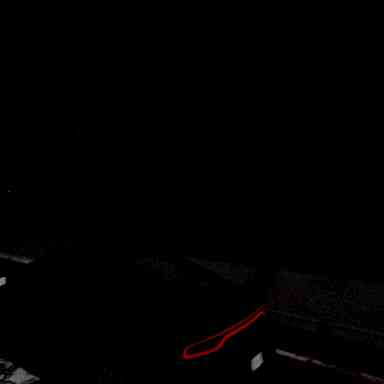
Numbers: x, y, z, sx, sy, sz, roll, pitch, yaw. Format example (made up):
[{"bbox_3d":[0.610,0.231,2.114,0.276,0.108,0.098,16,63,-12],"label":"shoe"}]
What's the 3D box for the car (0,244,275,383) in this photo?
[{"bbox_3d":[-1.389,1.483,4.667,5.008,1.535,1.882,0,0,36],"label":"car"}]
